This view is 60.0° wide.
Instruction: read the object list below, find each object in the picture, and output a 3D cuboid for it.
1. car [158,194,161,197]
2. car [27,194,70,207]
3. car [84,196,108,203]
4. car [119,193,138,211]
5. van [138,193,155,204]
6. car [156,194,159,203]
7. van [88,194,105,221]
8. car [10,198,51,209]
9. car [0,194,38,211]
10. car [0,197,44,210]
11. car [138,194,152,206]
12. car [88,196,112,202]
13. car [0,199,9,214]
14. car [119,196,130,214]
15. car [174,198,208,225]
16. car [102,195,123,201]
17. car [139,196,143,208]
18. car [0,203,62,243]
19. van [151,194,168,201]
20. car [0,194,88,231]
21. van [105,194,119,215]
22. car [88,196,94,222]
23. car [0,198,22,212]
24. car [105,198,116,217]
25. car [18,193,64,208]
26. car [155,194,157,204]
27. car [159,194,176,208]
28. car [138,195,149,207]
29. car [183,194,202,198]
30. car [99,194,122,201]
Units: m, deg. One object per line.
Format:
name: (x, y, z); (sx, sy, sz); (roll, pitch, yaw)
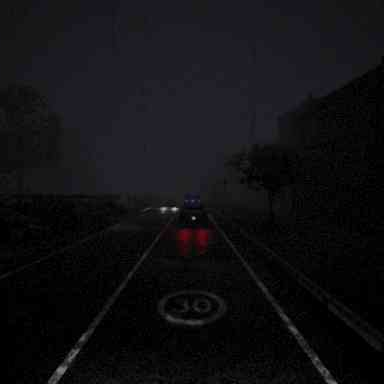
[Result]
car: (-8.888, 1.568, 62.576); (5.008, 1.535, 2.097); (0, 0, 0)
car: (-21.930, 1.256, 50.982); (5.566, 2.045, 2.435); (0, 0, 0)
car: (-21.997, 1.644, 76.204); (4.892, 1.521, 2.231); (0, 0, 0)
car: (-8.886, 1.193, 34.548); (5.566, 2.045, 2.435); (0, 0, 0)
van: (-8.766, 1.297, 54.168); (4.442, 1.987, 1.878); (0, 0, 0)
car: (-8.861, 1.583, 59.773); (4.792, 1.488, 2.163); (0, 0, 0)
van: (-8.729, 1.194, 23.334); (4.442, 1.987, 1.878); (0, 0, 0)
car: (-21.948, 1.519, 45.412); (4.674, 1.452, 2.002); (0, 0, 0)
car: (-21.916, 1.207, 39.965); (5.566, 2.045, 2.435); (0, 0, 0)
car: (-21.942, 1.469, 42.751); (5.008, 1.535, 2.097); (0, 0, 0)
car: (-9.061, 1.490, 48.560); (5.366, 1.575, 1.946); (0, 0, 0)
car: (-21.809, 1.654, 78.981); (5.366, 1.575, 1.946); (0, 0, 0)
car: (-21.907, 1.474, 34.396); (4.792, 1.488, 2.163); (0, 0, 0)
car: (-8.848, 1.438, 31.744); (5.008, 1.535, 2.097); (0, 0, 0)
car: (0.102, 1.447, 23.432); (2.128, 1.511, 4.902); (0, 0, 0)
car: (-22.199, 1.729, 92.859); (5.366, 1.575, 1.946); (0, 0, 0)
car: (-8.835, 1.488, 40.152); (4.792, 1.488, 2.163); (0, 0, 0)
car: (-8.849, 1.410, 14.923); (4.892, 1.521, 2.231); (0, 0, 0)
van: (-9.050, 1.508, 93.413); (4.442, 1.987, 1.878); (0, 0, 0)
car: (-8.872, 1.160, 17.729); (5.566, 2.045, 2.435); (0, 0, 0)
van: (-8.967, 1.206, 28.940); (4.442, 1.987, 1.878); (0, 0, 0)
car: (-8.812, 1.288, 20.529); (4.553, 1.767, 2.185); (0, 0, 0)
car: (-21.969, 1.480, 37.181); (4.792, 1.488, 2.163); (0, 0, 0)
car: (-8.842, 1.427, 26.137); (4.892, 1.521, 2.231); (0, 0, 0)
car: (-21.926, 1.242, 48.321); (5.566, 2.045, 2.435); (0, 0, 0)
car: (-8.857, 1.568, 56.970); (4.792, 1.488, 2.163); (0, 0, 0)
car: (-3.326, 1.507, 49.837); (1.882, 1.535, 5.008); (0, -1, 0)
car: (-8.867, 1.479, 45.760); (5.008, 1.535, 2.097); (0, 0, 0)
car: (0.097, 1.217, 41.199); (2.150, 2.045, 5.566); (0, 0, 0)
car: (-22.038, 1.466, 90.085); (5.566, 2.045, 2.435); (0, 0, 0)
